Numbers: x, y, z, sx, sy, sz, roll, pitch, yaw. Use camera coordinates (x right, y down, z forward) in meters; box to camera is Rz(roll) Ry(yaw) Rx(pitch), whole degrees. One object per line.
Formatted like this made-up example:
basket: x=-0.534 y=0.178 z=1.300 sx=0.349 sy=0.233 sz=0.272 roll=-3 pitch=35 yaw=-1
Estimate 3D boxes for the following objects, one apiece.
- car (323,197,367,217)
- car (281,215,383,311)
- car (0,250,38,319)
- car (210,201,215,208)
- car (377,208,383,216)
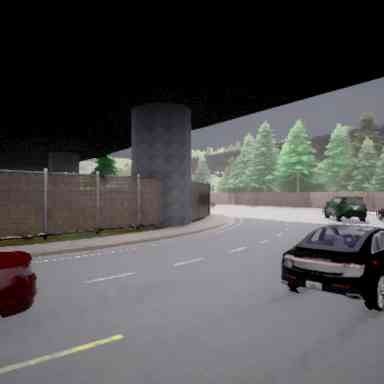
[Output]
car: x=12.980 y=1.412 z=28.466 sx=2.150 sy=2.045 sz=5.566 roll=0 pitch=0 yaw=7
car: x=3.927 y=1.546 z=8.013 sx=2.128 sy=1.511 sz=4.902 roll=0 pitch=0 yaw=43
car: x=-5.046 y=1.513 z=4.921 sx=5.008 sy=1.535 sz=1.882 roll=0 pitch=0 yaw=-37
car: x=1.726 y=1.710 z=53.370 sx=2.097 sy=1.767 sz=4.553 roll=0 pitch=0 yaw=-32
car: x=16.012 y=1.664 z=25.801 sx=2.128 sy=1.511 sz=4.902 roll=0 pitch=0 yaw=10
